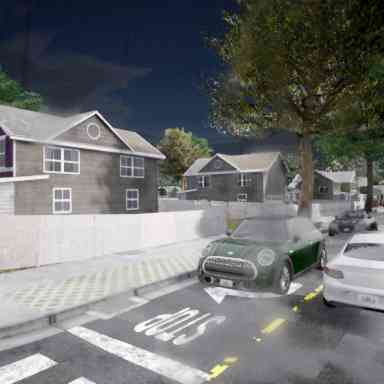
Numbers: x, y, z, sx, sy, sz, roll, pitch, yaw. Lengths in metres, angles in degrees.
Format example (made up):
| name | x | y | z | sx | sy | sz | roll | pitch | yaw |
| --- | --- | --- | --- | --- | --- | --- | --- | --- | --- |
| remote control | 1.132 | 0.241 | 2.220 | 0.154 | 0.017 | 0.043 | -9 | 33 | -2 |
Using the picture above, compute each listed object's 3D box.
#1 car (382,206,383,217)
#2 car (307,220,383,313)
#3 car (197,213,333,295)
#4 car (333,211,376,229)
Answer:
| name | x | y | z | sx | sy | sz | roll | pitch | yaw |
| --- | --- | --- | --- | --- | --- | --- | --- | --- | --- |
| car | 21.730 | 1.866 | 35.599 | 1.837 | 1.490 | 4.892 | -1 | -2 | 37 |
| car | 4.210 | 1.576 | 7.221 | 1.812 | 1.442 | 4.674 | -1 | -1 | 36 |
| car | 2.107 | 1.451 | 9.200 | 2.097 | 1.767 | 4.553 | -1 | -1 | 37 |
| car | 9.024 | 1.746 | 18.533 | 1.994 | 1.385 | 4.181 | -1 | -1 | 36 |
